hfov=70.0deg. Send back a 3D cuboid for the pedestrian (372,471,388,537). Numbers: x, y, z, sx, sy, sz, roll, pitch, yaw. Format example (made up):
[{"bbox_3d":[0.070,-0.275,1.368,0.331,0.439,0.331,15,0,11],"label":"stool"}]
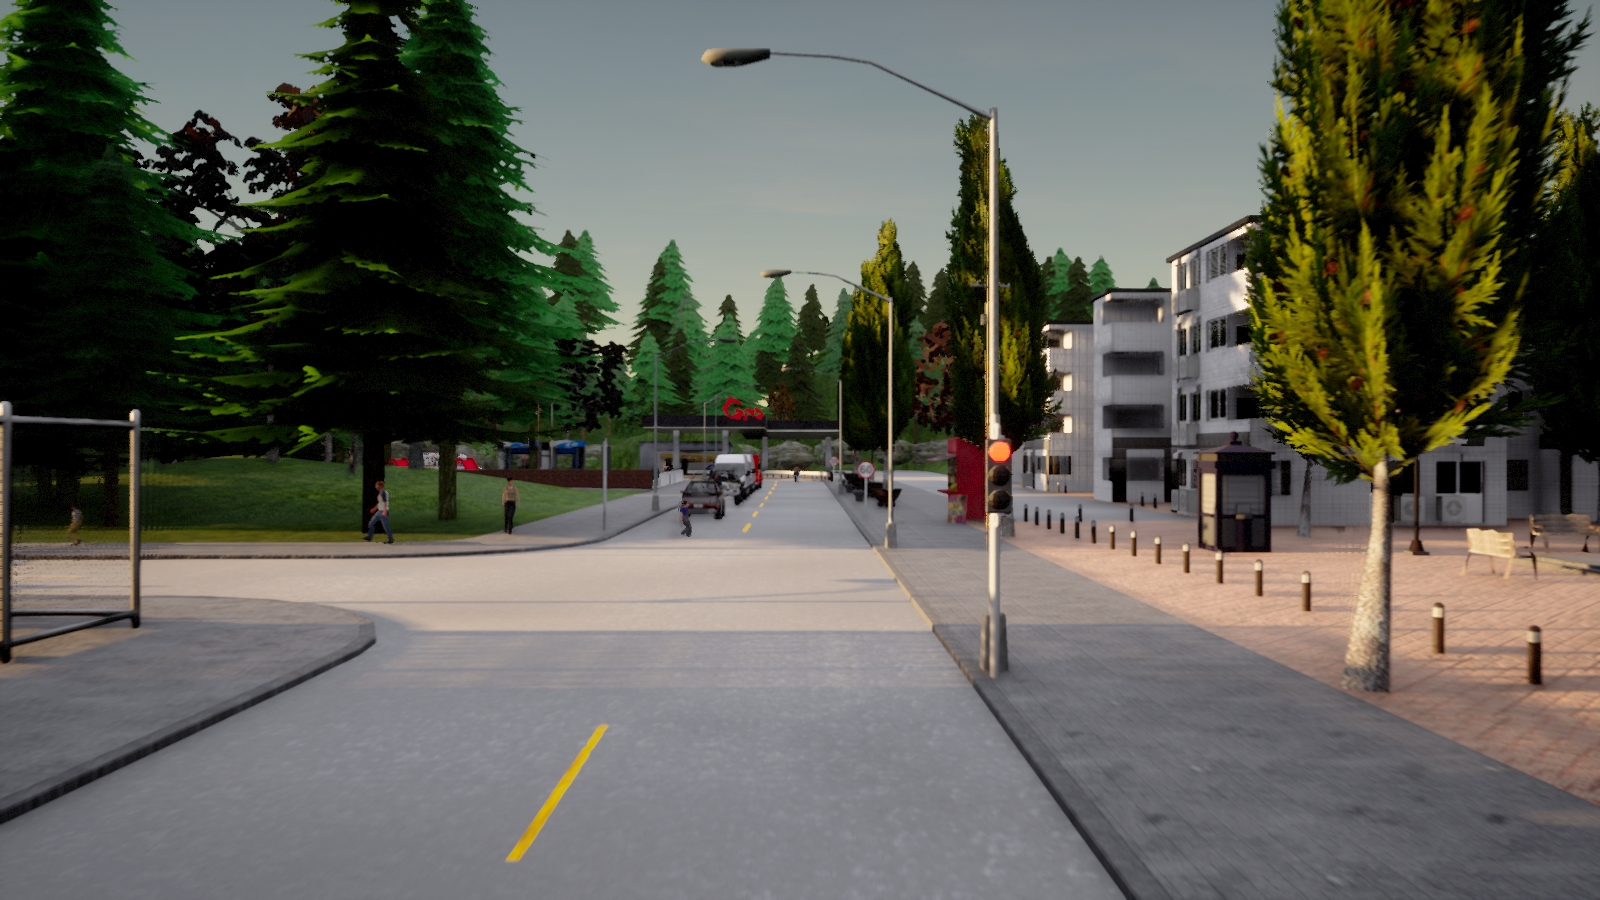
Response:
[{"bbox_3d":[-11.940,1.524,32.492,0.375,1.860,0.375,0,0,-11],"label":"pedestrian"}]

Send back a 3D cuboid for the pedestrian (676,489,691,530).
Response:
[{"bbox_3d":[-3.732,1.909,36.684,0.375,1.300,0.375,0,0,15],"label":"pedestrian"}]

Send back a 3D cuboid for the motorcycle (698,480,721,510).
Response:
[{"bbox_3d":[-3.987,1.962,50.415,0.856,1.236,1.805,0,0,0],"label":"motorcycle"}]

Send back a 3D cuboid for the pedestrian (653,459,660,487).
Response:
[{"bbox_3d":[-9.512,1.525,75.646,0.375,1.860,0.375,0,0,12],"label":"pedestrian"}]

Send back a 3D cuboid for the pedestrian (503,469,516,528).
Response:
[{"bbox_3d":[-9.156,1.526,36.012,0.375,1.860,0.375,0,0,-13],"label":"pedestrian"}]

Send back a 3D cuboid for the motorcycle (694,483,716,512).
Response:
[{"bbox_3d":[-4.017,1.993,48.423,0.803,1.145,2.033,0,0,0],"label":"motorcycle"}]

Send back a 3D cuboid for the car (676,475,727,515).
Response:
[{"bbox_3d":[-3.999,1.812,46.950,1.789,1.549,3.705,0,-1,0],"label":"car"}]

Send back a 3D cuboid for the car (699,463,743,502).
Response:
[{"bbox_3d":[-4.045,1.644,59.248,1.932,1.855,4.605,0,0,0],"label":"car"}]

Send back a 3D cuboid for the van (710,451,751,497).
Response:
[{"bbox_3d":[-3.990,1.315,66.315,1.988,2.561,5.915,0,0,0],"label":"van"}]

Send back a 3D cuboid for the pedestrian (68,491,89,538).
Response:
[{"bbox_3d":[-20.365,1.806,32.254,0.375,1.300,0.375,0,0,-6],"label":"pedestrian"}]
